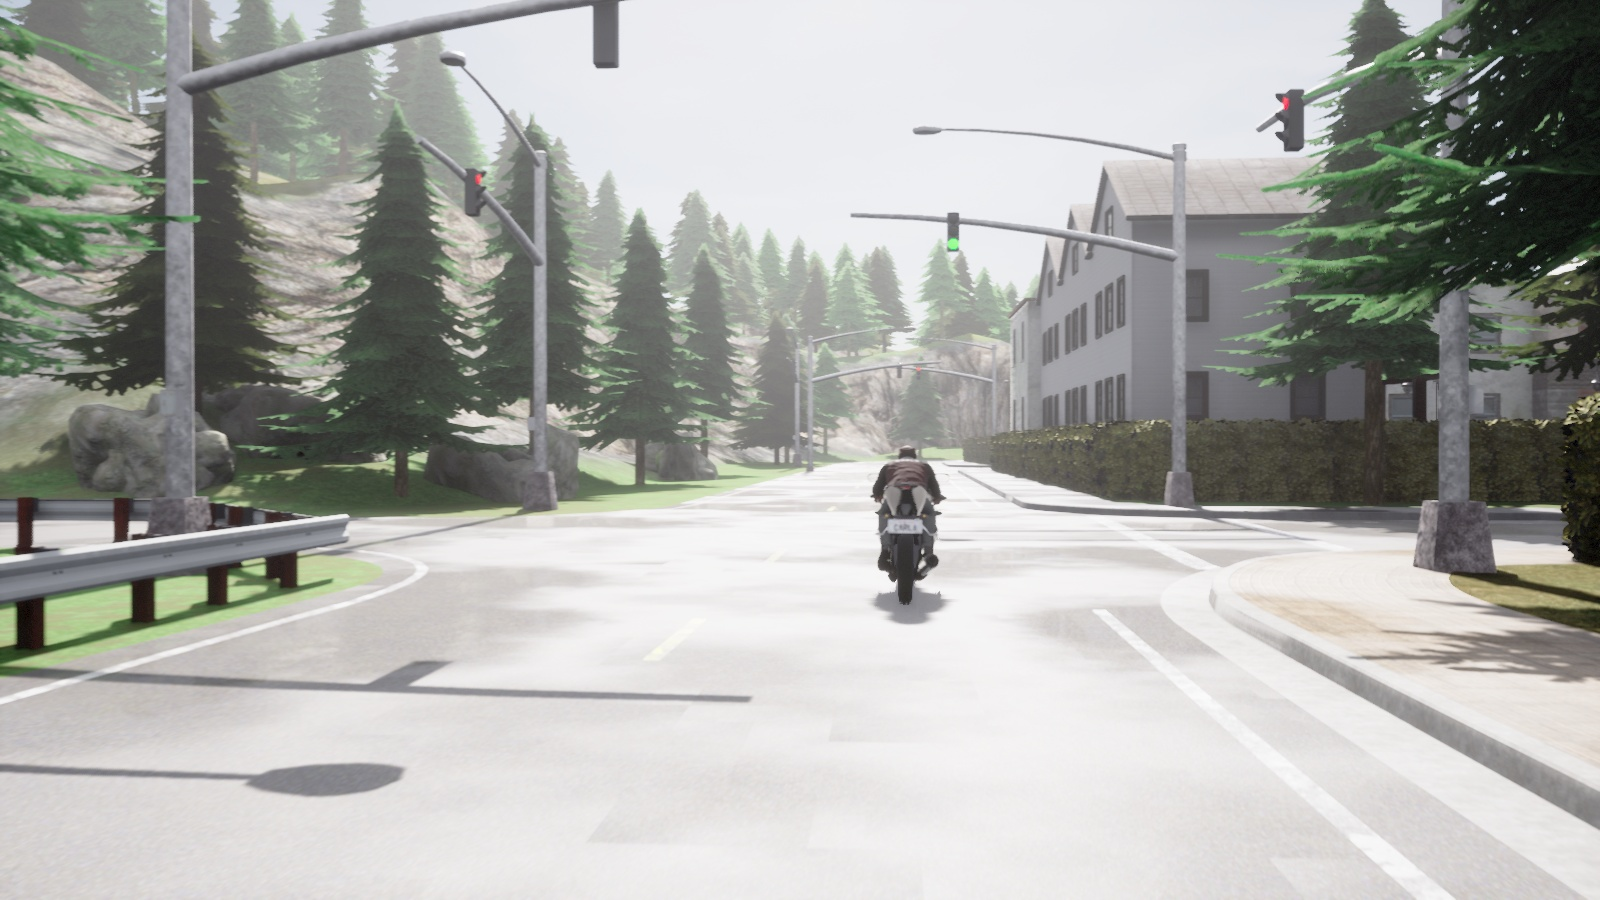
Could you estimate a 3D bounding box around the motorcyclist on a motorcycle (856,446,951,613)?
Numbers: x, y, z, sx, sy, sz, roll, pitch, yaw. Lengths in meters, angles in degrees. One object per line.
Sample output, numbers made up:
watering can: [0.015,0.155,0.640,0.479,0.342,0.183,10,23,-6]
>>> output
motorcyclist on a motorcycle: [1.073,0.731,12.739,0.866,1.530,2.191,0,0,6]
